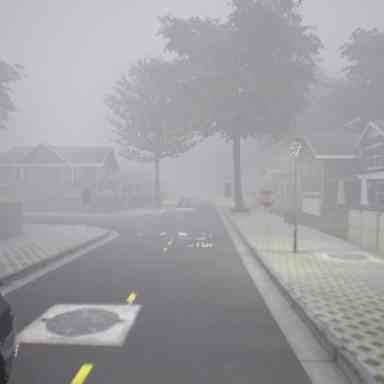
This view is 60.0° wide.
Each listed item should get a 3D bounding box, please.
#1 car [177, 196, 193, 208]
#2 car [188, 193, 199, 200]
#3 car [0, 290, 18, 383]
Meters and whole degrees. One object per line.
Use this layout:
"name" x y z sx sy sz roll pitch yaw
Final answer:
"car" -0.906 1.311 44.503 2.128 1.511 4.902 0 1 3
"car" 0.309 0.913 70.187 2.128 1.511 4.902 0 1 3
"car" -2.779 1.479 1.529 2.128 1.511 4.902 0 0 1
